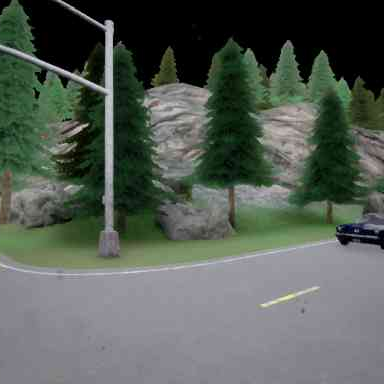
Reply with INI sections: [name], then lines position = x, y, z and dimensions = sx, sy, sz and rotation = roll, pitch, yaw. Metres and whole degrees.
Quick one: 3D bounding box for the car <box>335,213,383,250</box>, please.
[car]
position = 8.198, 1.610, 14.516
dimensions = 4.718, 1.301, 1.895
rotation = 0, 0, -39
